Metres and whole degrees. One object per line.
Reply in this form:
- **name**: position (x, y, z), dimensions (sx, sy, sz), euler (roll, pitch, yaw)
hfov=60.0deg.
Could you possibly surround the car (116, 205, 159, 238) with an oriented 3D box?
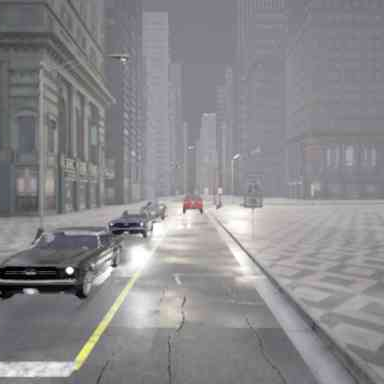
- **car**: position (-3.100, 1.613, 17.944), dimensions (1.895, 1.301, 4.718), euler (0, 0, 0)

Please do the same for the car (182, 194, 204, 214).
- **car**: position (0.099, 1.255, 36.241), dimensions (2.150, 2.045, 5.566), euler (0, 0, 0)

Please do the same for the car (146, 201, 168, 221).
- **car**: position (-3.081, 1.515, 28.023), dimensions (2.128, 1.511, 4.902), euler (0, 0, 0)

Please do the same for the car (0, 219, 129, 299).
- **car**: position (-3.099, 1.606, 8.600), dimensions (1.895, 1.301, 4.718), euler (0, 0, 0)
